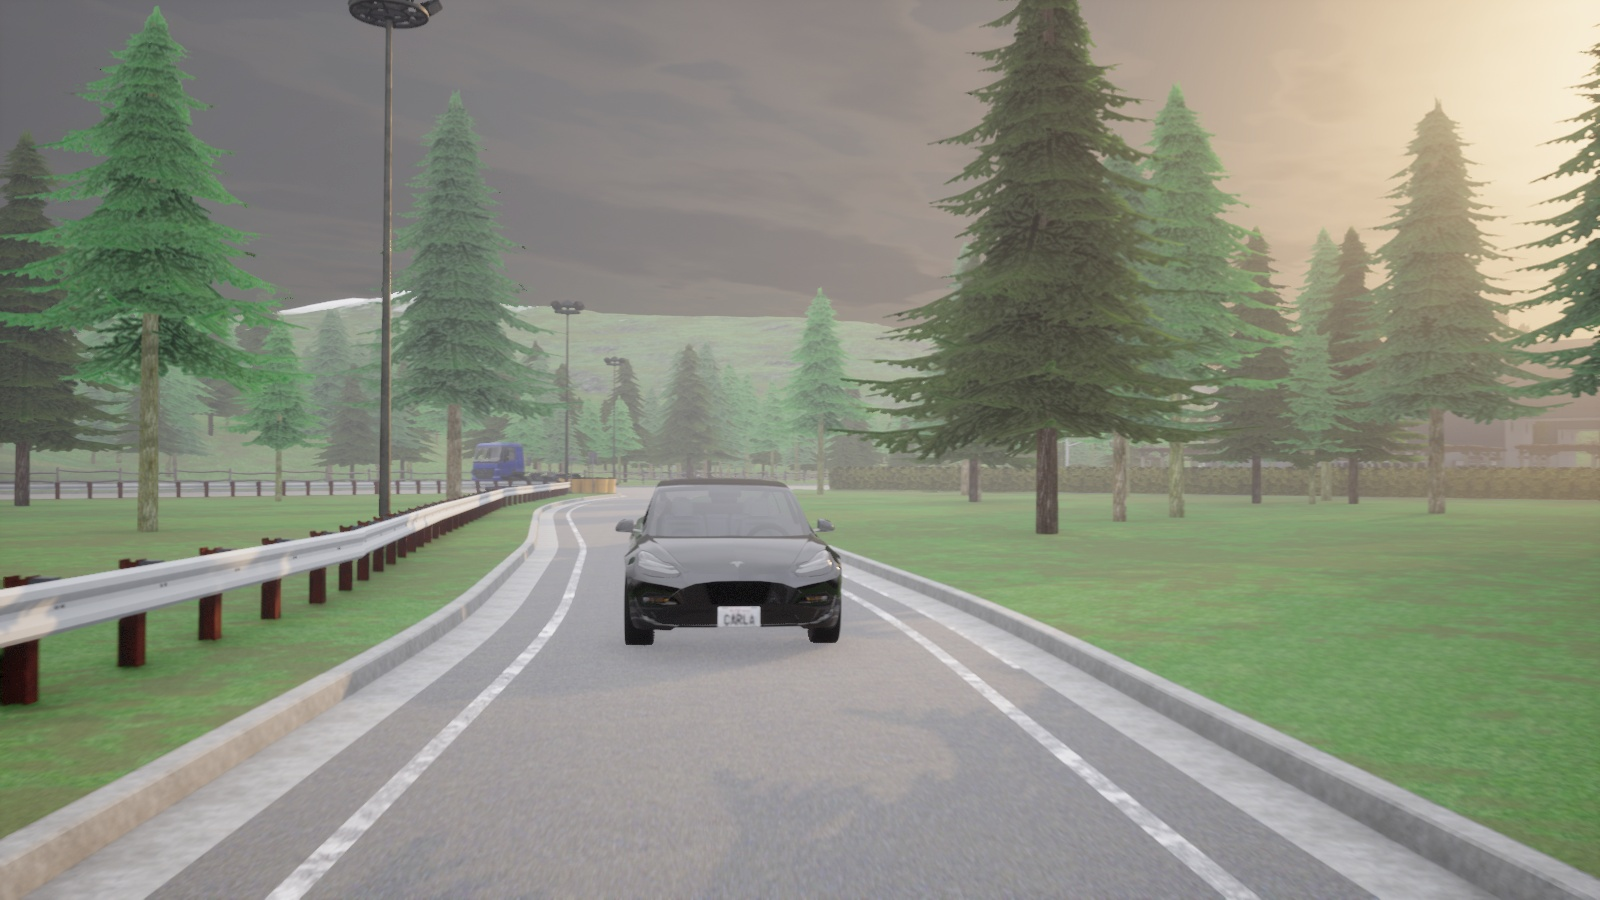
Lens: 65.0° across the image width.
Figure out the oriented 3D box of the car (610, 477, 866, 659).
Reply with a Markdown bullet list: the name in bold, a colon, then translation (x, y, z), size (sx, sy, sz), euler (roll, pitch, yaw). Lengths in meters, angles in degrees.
- **car**: translation (-0.803, 1.036, 12.982), size (2.163, 1.488, 4.792), euler (0, -1, -7)

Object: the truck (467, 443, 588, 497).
- **truck**: translation (-18.304, 1.341, 84.870), size (2.891, 3.462, 7.936), euler (-1, -1, 38)
